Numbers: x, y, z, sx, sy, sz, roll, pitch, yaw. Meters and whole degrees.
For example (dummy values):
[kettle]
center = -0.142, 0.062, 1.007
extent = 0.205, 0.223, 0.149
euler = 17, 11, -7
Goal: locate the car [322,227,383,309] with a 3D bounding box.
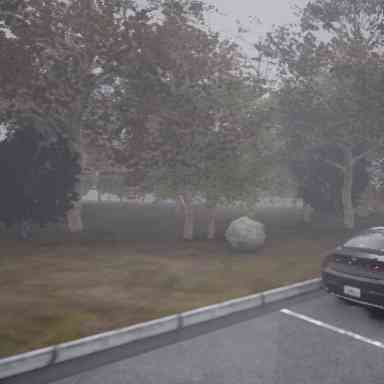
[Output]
[car]
center = 4.857, 1.487, 7.219
extent = 4.892, 1.521, 2.231
euler = 0, 0, -33
